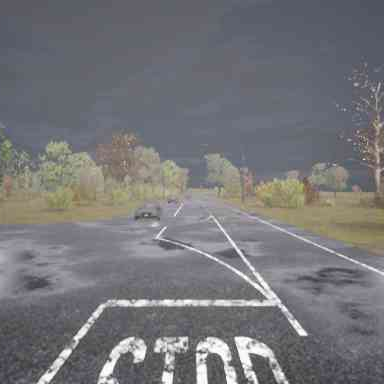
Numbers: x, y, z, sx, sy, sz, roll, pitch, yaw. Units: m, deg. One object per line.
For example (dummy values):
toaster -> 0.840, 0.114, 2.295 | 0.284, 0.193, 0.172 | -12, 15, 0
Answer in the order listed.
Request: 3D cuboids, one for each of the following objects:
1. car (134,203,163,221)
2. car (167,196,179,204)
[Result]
car -> -3.407, 1.544, 26.778 | 1.994, 1.385, 4.181 | 0, 0, 0
car -> -3.390, 1.463, 60.065 | 2.033, 1.411, 5.357 | 0, 0, 0
